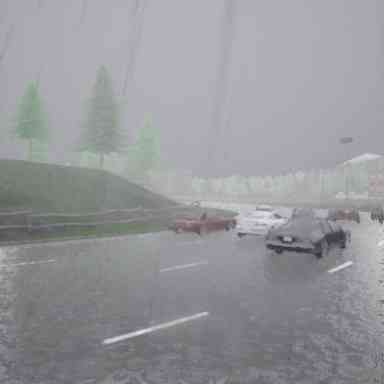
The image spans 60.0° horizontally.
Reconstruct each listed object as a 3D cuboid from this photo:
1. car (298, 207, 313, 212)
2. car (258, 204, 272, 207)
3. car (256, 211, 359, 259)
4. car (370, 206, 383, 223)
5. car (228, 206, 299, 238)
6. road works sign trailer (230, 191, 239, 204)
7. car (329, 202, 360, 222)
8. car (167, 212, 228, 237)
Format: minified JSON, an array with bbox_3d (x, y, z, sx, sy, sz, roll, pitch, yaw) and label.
[{"bbox_3d":[10.349,2.014,31.036,1.895,1.301,4.718,0,-1,17],"label":"car"},{"bbox_3d":[7.419,1.943,33.617,1.812,1.442,4.674,0,0,15],"label":"car"},{"bbox_3d":[4.938,1.732,13.600,2.033,1.411,5.357,0,-1,39],"label":"car"},{"bbox_3d":[17.342,1.978,29.655,1.812,1.442,4.674,0,0,17],"label":"car"},{"bbox_3d":[4.077,1.753,18.290,1.812,1.442,4.674,0,0,36],"label":"car"},{"bbox_3d":[11.692,1.560,93.903,2.380,3.560,2.880,1,-1,-14],"label":"road works sign trailer"},{"bbox_3d":[13.722,1.782,30.252,2.097,1.767,4.553,0,-1,16],"label":"car"},{"bbox_3d":[0.740,1.816,19.600,1.895,1.301,4.718,0,-1,37],"label":"car"}]
